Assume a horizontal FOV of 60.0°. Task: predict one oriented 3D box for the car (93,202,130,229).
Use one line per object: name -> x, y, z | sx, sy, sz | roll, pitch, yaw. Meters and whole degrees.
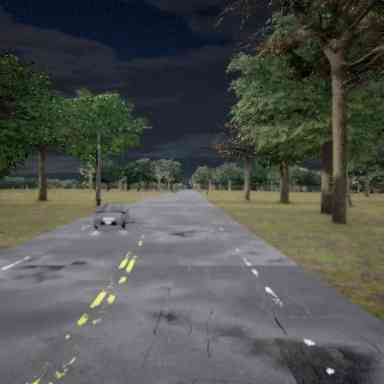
car -> -4.981, 1.429, 21.074 | 2.128, 1.511, 4.902 | 0, 0, -7
